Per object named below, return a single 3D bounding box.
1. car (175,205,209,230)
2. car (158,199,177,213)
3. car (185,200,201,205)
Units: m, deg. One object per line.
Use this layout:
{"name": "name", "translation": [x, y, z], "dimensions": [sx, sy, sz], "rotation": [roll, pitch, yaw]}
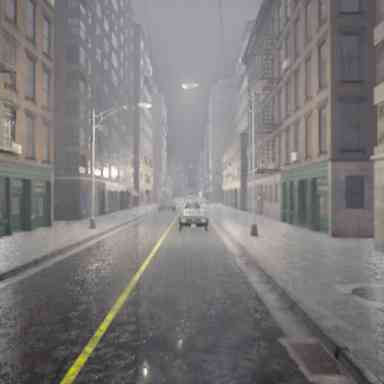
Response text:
{"name": "car", "translation": [0.098, 1.767, 22.329], "dimensions": [1.895, 1.301, 4.718], "rotation": [0, 0, 0]}
{"name": "car", "translation": [-3.086, 1.664, 42.038], "dimensions": [2.097, 1.767, 4.553], "rotation": [0, 0, 0]}
{"name": "car", "translation": [0.088, 1.812, 43.235], "dimensions": [2.128, 1.511, 4.902], "rotation": [0, 0, 0]}
